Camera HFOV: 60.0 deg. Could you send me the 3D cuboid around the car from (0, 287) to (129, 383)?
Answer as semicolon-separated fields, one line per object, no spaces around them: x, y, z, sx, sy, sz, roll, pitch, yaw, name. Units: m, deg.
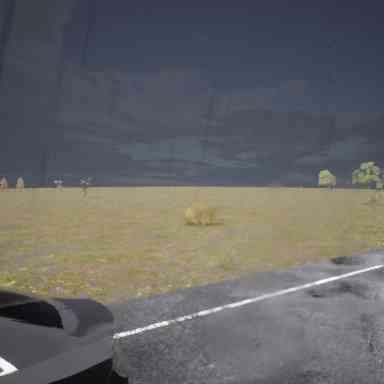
-2.811;1.504;1.985;4.892;1.490;1.837;0;0;-35;car
